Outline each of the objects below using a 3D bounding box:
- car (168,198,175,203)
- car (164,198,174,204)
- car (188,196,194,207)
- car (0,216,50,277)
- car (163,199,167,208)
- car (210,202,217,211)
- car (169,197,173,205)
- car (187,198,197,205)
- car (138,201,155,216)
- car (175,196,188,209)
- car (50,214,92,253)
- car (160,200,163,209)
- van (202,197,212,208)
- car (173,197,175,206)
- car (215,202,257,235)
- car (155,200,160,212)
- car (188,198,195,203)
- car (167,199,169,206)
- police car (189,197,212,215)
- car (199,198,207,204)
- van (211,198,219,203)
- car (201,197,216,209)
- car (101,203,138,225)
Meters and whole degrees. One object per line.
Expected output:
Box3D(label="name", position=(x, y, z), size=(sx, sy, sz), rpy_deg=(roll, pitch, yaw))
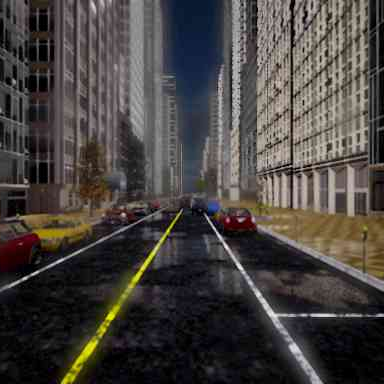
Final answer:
Box3D(label="car", position=(-5.711, 2.448, 94.057), size=(1.802, 1.307, 4.206), rpy_deg=(-1, -1, 0))
Box3D(label="car", position=(-5.710, 2.313, 82.691), size=(2.008, 1.369, 4.403), rpy_deg=(-1, -1, 0))
Box3D(label="car", position=(0.893, 1.670, 48.288), size=(2.150, 2.045, 5.566), rpy_deg=(0, -1, 0))
Box3D(label="car", position=(-5.700, 1.522, 8.808), size=(1.967, 1.590, 4.097), rpy_deg=(-1, -1, 0))
Box3D(label="car", position=(-5.706, 2.052, 54.274), size=(2.008, 1.369, 4.403), rpy_deg=(-1, -1, 0))
Box3D(label="car", position=(2.679, 1.766, 26.028), size=(1.752, 1.417, 4.829), rpy_deg=(-1, -1, 0))
Box3D(label="car", position=(-5.708, 2.208, 71.324), size=(2.008, 1.369, 4.403), rpy_deg=(-1, -1, 0))
Box3D(label="car", position=(-0.011, 2.127, 74.263), size=(1.994, 1.385, 4.181), rpy_deg=(0, -1, 0))
Box3D(label="car", position=(-5.703, 1.894, 37.224), size=(2.008, 1.369, 4.403), rpy_deg=(-1, -1, 0))
Box3D(label="car", position=(-0.150, 1.724, 54.641), size=(2.150, 2.045, 5.566), rpy_deg=(-1, 0, 24))
Box3D(label="car", position=(-5.700, 1.658, 14.321), size=(1.752, 1.417, 4.829), rpy_deg=(-1, -1, 0))
Box3D(label="car", position=(-5.705, 1.993, 48.591), size=(1.887, 1.381, 4.507), rpy_deg=(-1, -1, 0))
Box3D(label="van", position=(2.672, 1.894, 59.960), size=(1.690, 1.788, 3.998), rpy_deg=(-1, -1, 0))
Box3D(label="car", position=(-3.012, 2.179, 71.756), size=(1.812, 1.442, 4.674), rpy_deg=(0, -1, 0))
Box3D(label="car", position=(2.679, 1.627, 20.176), size=(1.967, 1.590, 4.097), rpy_deg=(-1, -1, 0))
Box3D(label="car", position=(-5.704, 1.962, 42.907), size=(1.947, 1.339, 4.313), rpy_deg=(-1, -1, 0))
Box3D(label="car", position=(-0.013, 2.236, 89.263), size=(1.812, 1.442, 4.674), rpy_deg=(0, -1, 0))
Box3D(label="car", position=(-5.706, 2.135, 59.957), size=(1.802, 1.307, 4.206), rpy_deg=(-1, -1, 0))
Box3D(label="police car", position=(0.894, 1.779, 38.365), size=(1.930, 1.638, 5.238), rpy_deg=(0, -1, 0))
Box3D(label="car", position=(2.671, 2.313, 82.692), size=(2.008, 1.369, 4.403), rpy_deg=(-1, -1, 0))
Box3D(label="van", position=(2.675, 1.737, 42.910), size=(1.690, 1.788, 3.998), rpy_deg=(-1, -1, 0))
Box3D(label="car", position=(2.673, 1.816, 54.277), size=(2.192, 1.841, 5.009), rpy_deg=(-1, -1, 0))
Box3D(label="car", position=(-5.702, 1.679, 25.858), size=(1.967, 1.590, 4.097), rpy_deg=(-1, -1, 0))
